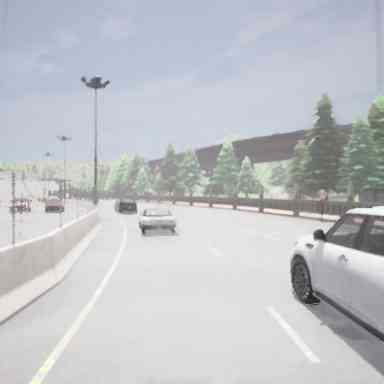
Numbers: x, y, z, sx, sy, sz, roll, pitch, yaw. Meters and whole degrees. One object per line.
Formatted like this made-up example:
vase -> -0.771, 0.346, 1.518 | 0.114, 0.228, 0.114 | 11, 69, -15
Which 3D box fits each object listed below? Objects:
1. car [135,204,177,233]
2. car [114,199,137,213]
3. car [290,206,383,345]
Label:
car -> -2.133, 1.585, 19.508 | 1.895, 1.301, 4.718 | 0, 0, -11
car -> -7.352, 1.462, 36.717 | 1.882, 1.535, 5.008 | 0, 0, -21
car -> 3.315, 1.200, 4.957 | 2.150, 2.045, 5.566 | 0, 0, -3
